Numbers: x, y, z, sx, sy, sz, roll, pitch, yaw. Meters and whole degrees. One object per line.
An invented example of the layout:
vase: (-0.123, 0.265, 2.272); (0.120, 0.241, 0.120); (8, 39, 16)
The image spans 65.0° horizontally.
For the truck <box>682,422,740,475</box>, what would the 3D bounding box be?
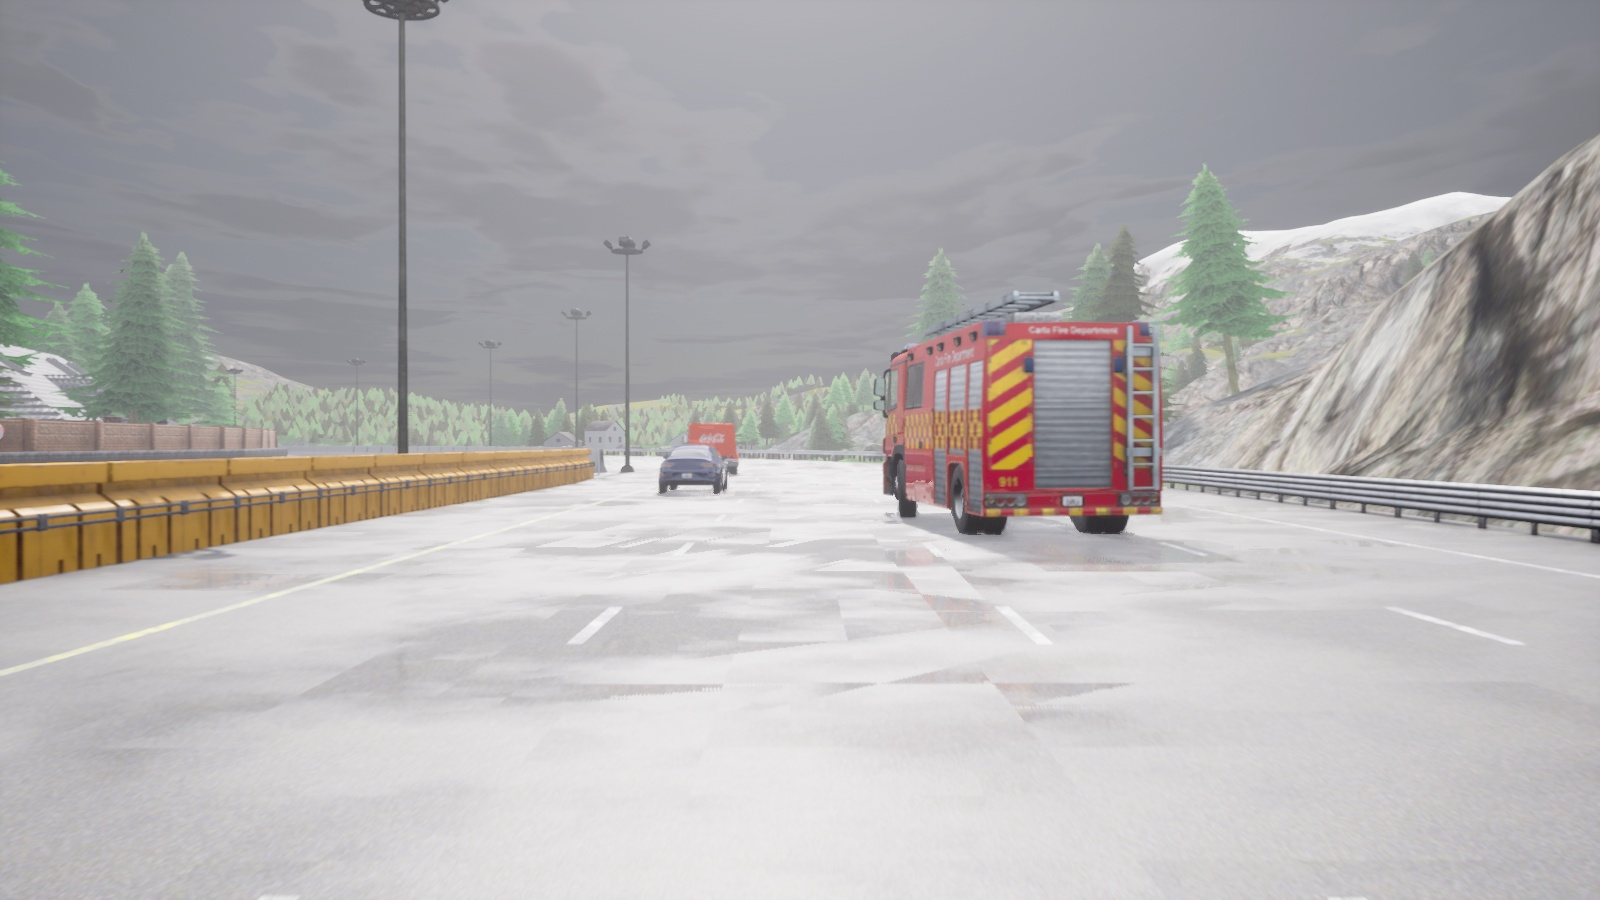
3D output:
truck: (-4.435, -0.087, 61.629); (2.627, 2.467, 5.204); (0, 1, -7)

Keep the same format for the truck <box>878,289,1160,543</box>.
truck: (3.618, -0.547, 23.331); (2.891, 3.827, 8.468); (0, 0, -6)

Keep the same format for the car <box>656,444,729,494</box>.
car: (-3.236, 0.552, 38.633); (1.812, 1.442, 4.674); (0, 0, 0)
